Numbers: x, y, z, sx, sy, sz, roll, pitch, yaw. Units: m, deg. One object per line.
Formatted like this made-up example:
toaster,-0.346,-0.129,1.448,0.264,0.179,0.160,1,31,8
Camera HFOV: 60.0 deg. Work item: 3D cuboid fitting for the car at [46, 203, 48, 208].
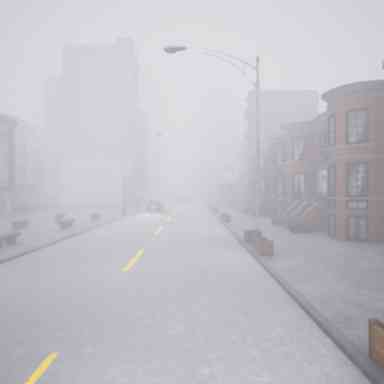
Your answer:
car,-19.475,1.421,39.957,4.193,1.474,1.816,0,0,10

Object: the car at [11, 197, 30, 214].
car,-19.095,1.247,33.905,3.866,1.878,1.905,0,0,10

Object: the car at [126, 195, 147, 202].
car,-13.229,1.488,79.967,4.674,1.442,1.812,0,4,0

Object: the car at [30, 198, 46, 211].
car,-19.330,1.352,37.006,4.611,1.667,2.242,0,0,10

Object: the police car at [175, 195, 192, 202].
police car,-1.995,1.438,75.019,1.930,1.638,5.238,0,0,-37

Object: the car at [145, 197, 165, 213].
car,-4.118,1.498,37.810,2.128,1.511,4.902,0,0,0
